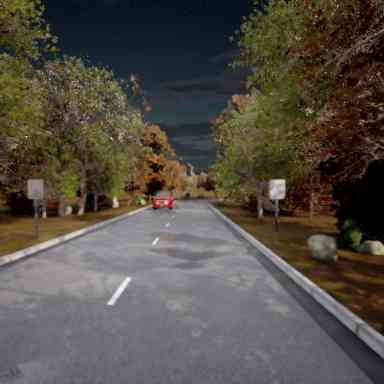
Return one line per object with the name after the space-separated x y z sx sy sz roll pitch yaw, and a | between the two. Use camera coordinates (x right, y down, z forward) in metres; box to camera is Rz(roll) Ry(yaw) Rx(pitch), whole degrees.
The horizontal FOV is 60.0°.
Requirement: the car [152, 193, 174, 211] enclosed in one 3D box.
-3.337 1.099 39.374 2.150 2.045 5.566 0 0 0 | car
